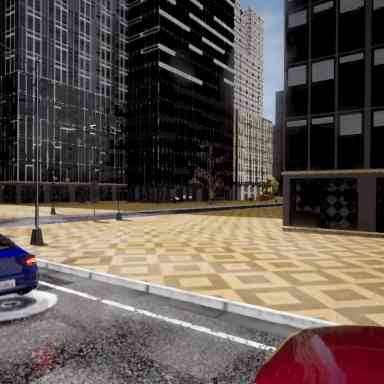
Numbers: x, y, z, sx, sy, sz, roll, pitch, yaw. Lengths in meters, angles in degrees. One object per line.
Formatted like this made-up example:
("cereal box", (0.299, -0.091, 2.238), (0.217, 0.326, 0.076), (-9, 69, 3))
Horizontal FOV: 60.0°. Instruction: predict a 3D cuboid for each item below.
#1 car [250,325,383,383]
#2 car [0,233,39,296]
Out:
("car", (2.367, 1.564, 1.988), (4.181, 1.385, 1.994), (0, 0, 35))
("car", (-5.236, 1.522, 7.415), (4.674, 1.442, 1.812), (0, 0, 36))
